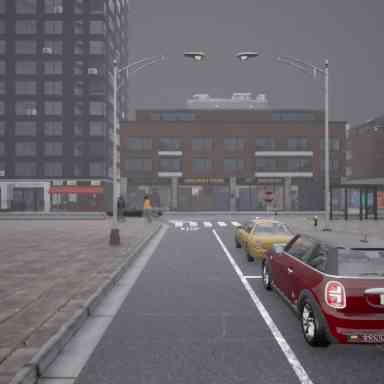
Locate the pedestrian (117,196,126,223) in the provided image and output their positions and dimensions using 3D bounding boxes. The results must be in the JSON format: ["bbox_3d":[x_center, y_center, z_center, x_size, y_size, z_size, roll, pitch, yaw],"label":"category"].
[{"bbox_3d":[-4.632,1.143,22.283,0.375,1.860,0.375,0,0,0],"label":"pedestrian"}]

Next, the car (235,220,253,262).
[{"bbox_3d":[2.576,1.530,11.935,1.752,1.417,4.829,0,0,0],"label":"car"}]

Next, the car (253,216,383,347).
[{"bbox_3d":[2.609,1.442,6.328,1.967,1.590,4.097,0,0,0],"label":"car"}]

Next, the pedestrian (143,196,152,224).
[{"bbox_3d":[-2.895,1.151,21.624,0.375,1.860,0.375,0,0,0],"label":"pedestrian"}]

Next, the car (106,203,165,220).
[{"bbox_3d":[-4.643,1.607,27.820,4.718,1.301,1.895,0,0,-1],"label":"car"}]
